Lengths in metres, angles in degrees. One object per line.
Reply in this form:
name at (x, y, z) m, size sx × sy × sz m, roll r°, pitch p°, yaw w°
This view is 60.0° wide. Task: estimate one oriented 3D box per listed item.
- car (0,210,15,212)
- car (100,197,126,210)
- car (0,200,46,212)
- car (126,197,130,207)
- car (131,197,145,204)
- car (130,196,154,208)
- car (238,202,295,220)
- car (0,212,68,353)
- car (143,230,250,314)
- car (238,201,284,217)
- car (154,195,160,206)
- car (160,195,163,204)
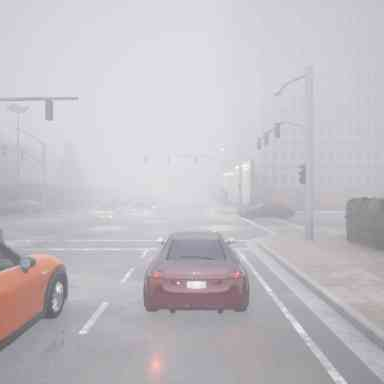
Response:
car at (-7.100, 1.477, 8.858) m, size 1.882 × 1.535 × 5.008 m, roll 0°, pitch 0°, yaw 0°
car at (-10.535, 1.491, 43.553) m, size 2.128 × 1.511 × 4.902 m, roll 0°, pitch 0°, yaw 1°
car at (-16.484, 1.519, 31.449) m, size 5.008 × 1.535 × 1.882 m, roll -1°, pitch 0°, yaw 0°
car at (-10.508, 1.477, 52.701) m, size 1.882 × 1.535 × 5.008 m, roll 0°, pitch 0°, yaw 0°
car at (-10.439, 1.601, 64.415) m, size 1.895 × 1.301 × 4.718 m, roll 0°, pitch 0°, yaw 1°
car at (-7.012, 1.352, 47.151) m, size 2.097 × 1.767 × 4.553 m, roll 0°, pitch 0°, yaw 0°
car at (6.198, 1.579, 27.732) m, size 4.674 × 1.442 × 1.812 m, roll 0°, pitch 0°, yaw -4°
car at (-3.432, 1.352, 4.547) m, size 2.097 × 1.767 × 4.553 m, roll 0°, pitch 0°, yaw 1°
car at (0.090, 1.564, 7.720) m, size 1.994 × 1.385 × 4.181 m, roll 0°, pitch 0°, yaw 0°
car at (6.493, 1.619, 31.879) m, size 4.181 × 1.385 × 1.994 m, roll 0°, pitch 0°, yaw 7°
car at (-6.995, 1.505, 56.093) m, size 1.837 × 1.490 × 4.892 m, roll 0°, pitch 0°, yaw 0°
car at (-6.922, 1.352, 66.171) m, size 2.097 × 1.767 × 4.553 m, roll 0°, pitch 0°, yaw 1°
